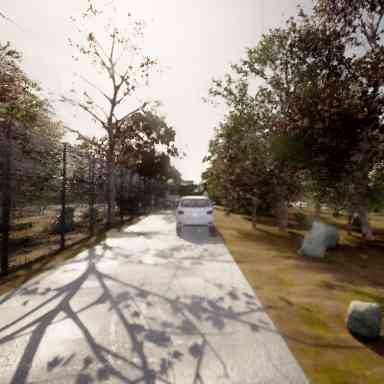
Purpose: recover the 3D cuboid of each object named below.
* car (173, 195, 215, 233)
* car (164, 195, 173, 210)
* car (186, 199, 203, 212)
[{"bbox_3d":[0.185,1.273,20.374,2.150,2.045,5.566,0,0,0],"label":"car"},{"bbox_3d":[-2.553,1.366,45.317,2.150,2.045,5.566,0,-1,1],"label":"car"},{"bbox_3d":[0.301,1.681,42.466,2.033,1.411,5.357,0,0,0],"label":"car"}]
